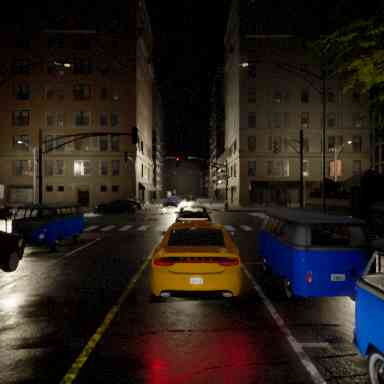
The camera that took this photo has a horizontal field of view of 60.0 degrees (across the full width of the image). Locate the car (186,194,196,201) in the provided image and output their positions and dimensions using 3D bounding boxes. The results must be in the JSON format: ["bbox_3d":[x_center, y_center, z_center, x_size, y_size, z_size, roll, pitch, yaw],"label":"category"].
[{"bbox_3d":[-0.183,1.338,74.132,2.097,1.767,4.553,0,0,-1],"label":"car"}]

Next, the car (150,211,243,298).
[{"bbox_3d":[0.113,1.477,8.576,1.882,1.535,5.008,0,0,1],"label":"car"}]

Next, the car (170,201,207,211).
[{"bbox_3d":[0.073,1.486,17.995,2.128,1.511,4.902,0,0,0],"label":"car"}]

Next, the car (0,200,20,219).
[{"bbox_3d":[-17.904,1.487,28.880,4.902,1.511,2.128,0,0,-1],"label":"car"}]

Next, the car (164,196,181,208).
[{"bbox_3d":[-3.055,1.463,48.954,1.882,1.535,5.008,0,0,0],"label":"car"}]

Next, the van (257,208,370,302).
[{"bbox_3d":[2.704,1.340,7.989,1.690,1.788,3.998,0,0,0],"label":"van"}]

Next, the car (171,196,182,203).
[{"bbox_3d":[-3.148,1.522,69.727,2.033,1.411,5.357,0,0,-1],"label":"car"}]

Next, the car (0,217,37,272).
[{"bbox_3d":[-5.823,1.544,8.016,1.887,1.381,4.507,0,0,0],"label":"car"}]

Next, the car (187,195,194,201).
[{"bbox_3d":[-0.322,1.584,89.244,1.895,1.301,4.718,0,0,-1],"label":"car"}]

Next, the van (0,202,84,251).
[{"bbox_3d":[-5.798,1.338,13.676,1.690,1.788,3.998,0,0,0],"label":"van"}]

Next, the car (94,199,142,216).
[{"bbox_3d":[-7.405,1.560,32.424,4.181,1.385,1.994,0,0,-1],"label":"car"}]

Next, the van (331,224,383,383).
[{"bbox_3d":[2.679,1.341,2.331,1.690,1.788,3.998,0,0,0],"label":"van"}]
